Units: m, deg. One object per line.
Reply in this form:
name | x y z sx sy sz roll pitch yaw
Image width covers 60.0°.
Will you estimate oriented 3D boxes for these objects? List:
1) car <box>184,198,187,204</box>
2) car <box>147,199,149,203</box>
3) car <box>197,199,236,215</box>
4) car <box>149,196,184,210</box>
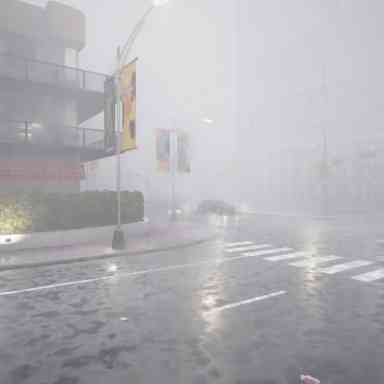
car | -2.419 1.547 62.047 2.033 1.411 5.357 0 0 -19
car | -6.023 1.491 59.267 4.902 1.511 2.128 0 0 42
car | 2.451 1.505 33.846 1.837 1.490 4.892 0 0 -35
car | -3.324 1.564 42.115 1.994 1.385 4.181 0 0 -35
